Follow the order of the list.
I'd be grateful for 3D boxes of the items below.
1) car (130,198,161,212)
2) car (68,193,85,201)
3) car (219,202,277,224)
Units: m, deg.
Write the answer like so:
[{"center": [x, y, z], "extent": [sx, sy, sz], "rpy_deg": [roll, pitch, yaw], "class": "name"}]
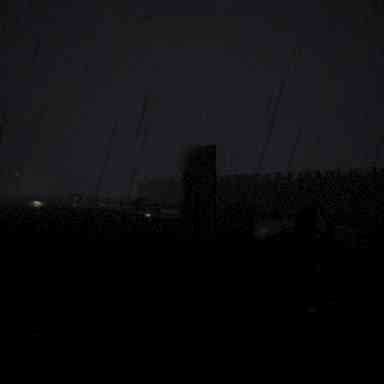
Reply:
[{"center": [-4.974, 1.329, 35.127], "extent": [1.994, 1.385, 4.181], "rpy_deg": [0, 0, -35], "class": "car"}, {"center": [-19.350, 0.921, 55.731], "extent": [2.097, 1.767, 4.553], "rpy_deg": [0, 0, -35], "class": "car"}, {"center": [3.750, 1.410, 22.626], "extent": [1.994, 1.385, 4.181], "rpy_deg": [0, 0, -34], "class": "car"}]
